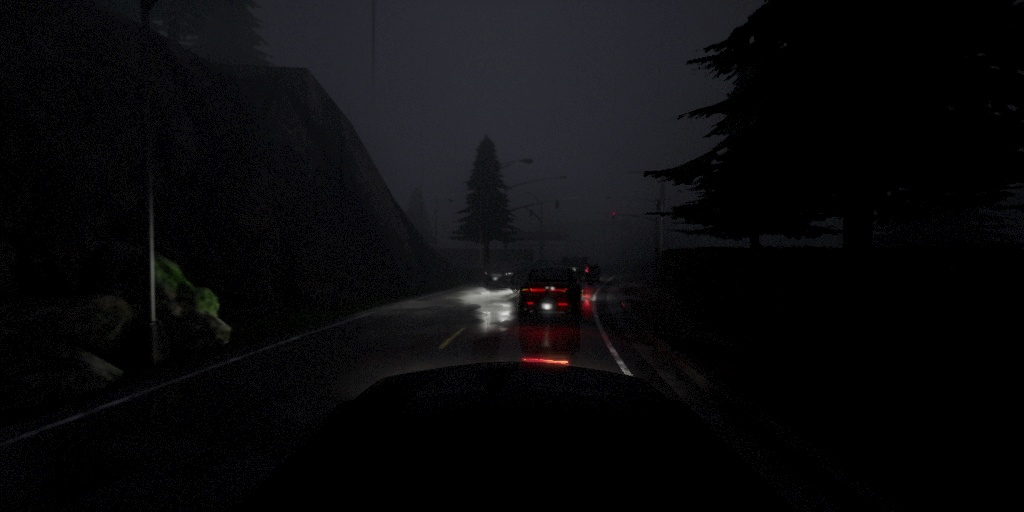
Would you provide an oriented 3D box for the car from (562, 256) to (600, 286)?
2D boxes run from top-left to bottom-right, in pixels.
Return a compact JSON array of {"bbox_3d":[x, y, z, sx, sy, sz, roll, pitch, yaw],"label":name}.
[{"bbox_3d":[4.110,0.768,21.960,2.097,1.767,4.553,1,1,20],"label":"car"}]

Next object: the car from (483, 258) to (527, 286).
[{"bbox_3d":[-0.094,0.902,21.244,2.128,1.511,4.902,1,1,19],"label":"car"}]

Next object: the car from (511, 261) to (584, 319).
[{"bbox_3d":[1.380,1.080,12.055,1.837,1.490,4.892,0,1,10],"label":"car"}]
